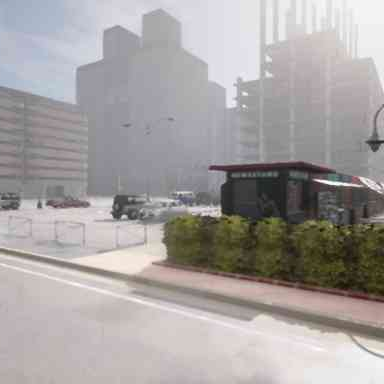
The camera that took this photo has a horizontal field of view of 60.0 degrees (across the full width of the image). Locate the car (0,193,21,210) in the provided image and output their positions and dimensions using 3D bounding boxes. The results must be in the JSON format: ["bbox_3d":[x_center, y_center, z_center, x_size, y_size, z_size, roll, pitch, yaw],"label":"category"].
[{"bbox_3d":[-20.655,1.005,36.122,1.905,1.878,3.866,0,0,34],"label":"car"}]

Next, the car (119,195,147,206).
[{"bbox_3d":[-8.647,1.254,49.092,1.970,1.475,3.806,0,0,34],"label":"car"}]

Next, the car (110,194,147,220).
[{"bbox_3d":[-4.364,1.084,25.182,1.905,1.878,3.866,0,0,34],"label":"car"}]

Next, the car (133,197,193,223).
[{"bbox_3d":[-1.971,1.335,23.554,1.970,1.475,3.806,0,0,34],"label":"car"}]

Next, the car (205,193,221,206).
[{"bbox_3d":[4.579,1.275,58.388,1.970,1.475,3.806,0,0,34],"label":"car"}]
